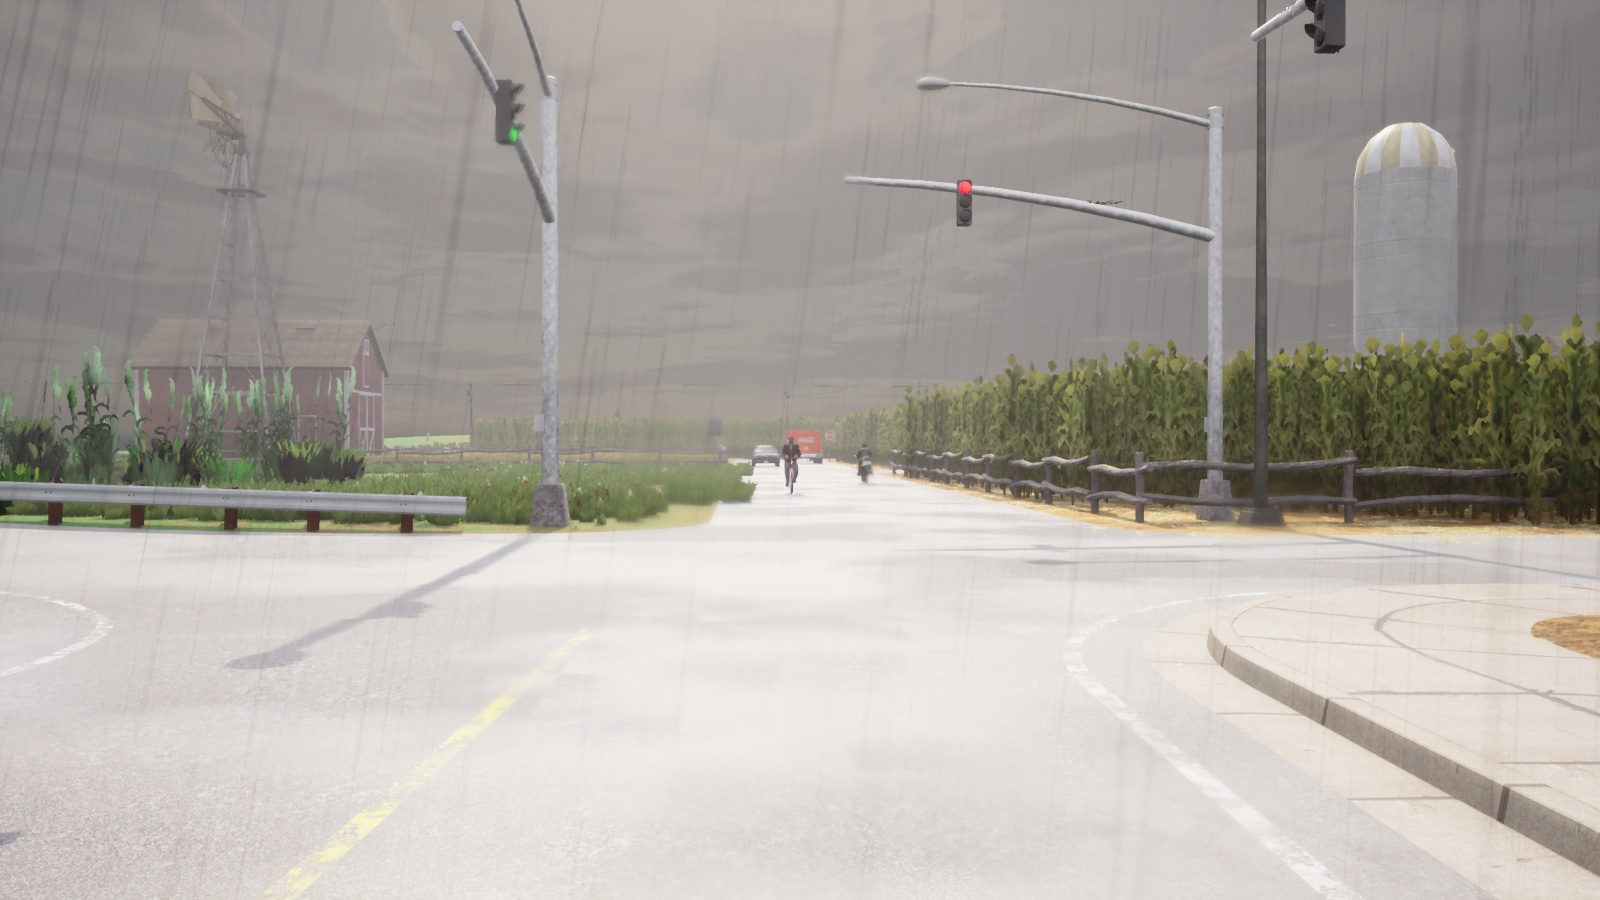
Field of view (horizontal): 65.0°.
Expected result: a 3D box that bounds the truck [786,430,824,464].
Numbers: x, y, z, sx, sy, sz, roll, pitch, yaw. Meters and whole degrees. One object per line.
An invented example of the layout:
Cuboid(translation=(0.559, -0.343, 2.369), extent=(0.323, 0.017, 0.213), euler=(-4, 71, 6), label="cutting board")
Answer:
Cuboid(translation=(0.329, -0.235, 93.364), extent=(2.627, 2.467, 5.204), euler=(0, 0, -3), label="truck")

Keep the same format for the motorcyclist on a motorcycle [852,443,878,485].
Cuboid(translation=(2.409, 0.501, 46.810), extent=(0.797, 1.523, 2.044), euler=(0, 0, -3), label="motorcyclist on a motorcycle")

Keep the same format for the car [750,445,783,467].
Cuboid(translation=(-2.224, 0.369, 81.065), extent=(2.033, 1.411, 5.357), euler=(0, 0, -3), label="car")
